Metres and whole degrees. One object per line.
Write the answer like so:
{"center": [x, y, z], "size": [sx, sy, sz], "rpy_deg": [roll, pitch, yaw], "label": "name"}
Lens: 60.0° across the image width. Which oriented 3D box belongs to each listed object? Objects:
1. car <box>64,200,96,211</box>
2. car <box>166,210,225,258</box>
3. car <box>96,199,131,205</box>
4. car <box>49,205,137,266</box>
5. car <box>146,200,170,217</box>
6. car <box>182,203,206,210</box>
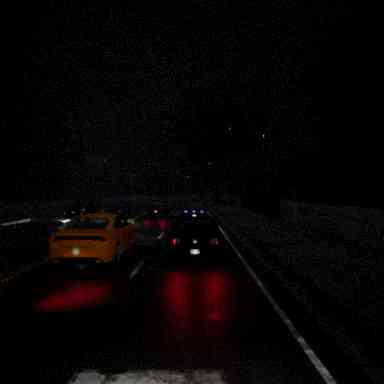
{"center": [-9.754, 1.454, 29.653], "size": [1.837, 1.490, 4.892], "rpy_deg": [0, 0, 0], "label": "car"}
{"center": [0.120, 1.575, 12.649], "size": [1.895, 1.301, 4.718], "rpy_deg": [0, 0, 0], "label": "car"}
{"center": [-6.507, 1.427, 29.022], "size": [1.882, 1.535, 5.008], "rpy_deg": [0, 0, 0], "label": "car"}
{"center": [-3.140, 1.453, 11.518], "size": [1.882, 1.535, 5.008], "rpy_deg": [0, 0, 0], "label": "car"}
{"center": [-3.064, 1.474, 30.530], "size": [1.812, 1.442, 4.674], "rpy_deg": [0, 0, 0], "label": "car"}
{"center": [0.170, 1.553, 27.843], "size": [1.895, 1.301, 4.718], "rpy_deg": [0, 0, 0], "label": "car"}
